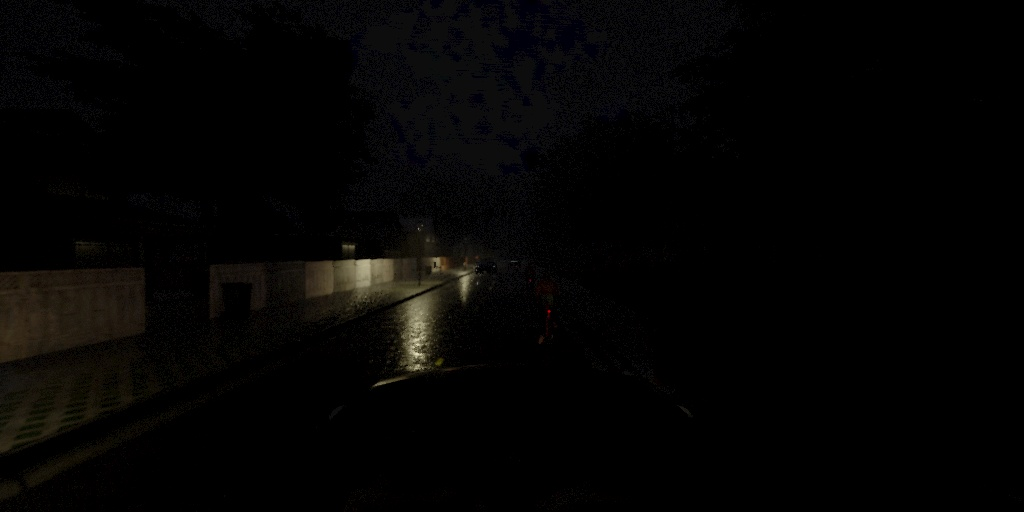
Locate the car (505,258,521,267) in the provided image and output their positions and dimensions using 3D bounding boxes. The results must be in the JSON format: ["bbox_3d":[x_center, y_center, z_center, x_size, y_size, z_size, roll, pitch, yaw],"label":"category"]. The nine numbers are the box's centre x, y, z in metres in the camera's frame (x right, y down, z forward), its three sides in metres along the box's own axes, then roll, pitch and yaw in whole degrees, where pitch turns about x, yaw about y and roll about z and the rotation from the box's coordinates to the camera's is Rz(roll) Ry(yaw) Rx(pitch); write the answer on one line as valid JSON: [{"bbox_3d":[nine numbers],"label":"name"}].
[{"bbox_3d":[0.421,1.071,59.743,2.128,1.511,4.902,0,0,0],"label":"car"}]

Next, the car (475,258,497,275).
[{"bbox_3d":[-2.650,0.989,37.602,2.097,1.767,4.553,0,0,0],"label":"car"}]

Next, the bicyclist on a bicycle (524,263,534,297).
[{"bbox_3d":[0.834,1.152,16.884,0.582,1.620,1.656,0,0,0],"label":"bicyclist on a bicycle"}]

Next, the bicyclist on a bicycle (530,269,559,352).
[{"bbox_3d":[0.783,1.181,7.883,0.582,1.620,1.656,0,0,0],"label":"bicyclist on a bicycle"}]
